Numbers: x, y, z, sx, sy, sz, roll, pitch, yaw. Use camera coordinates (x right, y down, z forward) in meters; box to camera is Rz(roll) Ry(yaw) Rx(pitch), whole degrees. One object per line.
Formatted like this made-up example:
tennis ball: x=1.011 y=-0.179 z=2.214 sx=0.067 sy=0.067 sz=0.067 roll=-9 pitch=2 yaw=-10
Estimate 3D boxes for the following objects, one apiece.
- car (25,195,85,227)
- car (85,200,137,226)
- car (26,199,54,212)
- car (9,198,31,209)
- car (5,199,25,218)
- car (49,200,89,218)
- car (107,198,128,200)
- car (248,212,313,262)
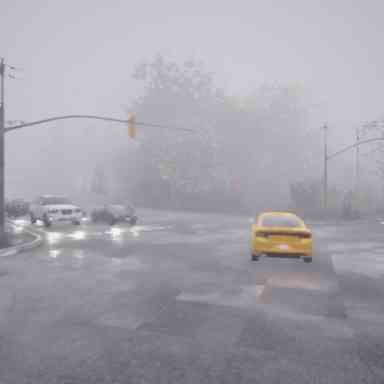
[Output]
car: x=-9.563 y=1.225 z=23.057 sx=2.150 sy=2.045 sz=5.566 roll=0 pitch=0 yaw=-39
car: x=-5.681 y=1.532 z=23.790 sx=1.812 sy=1.442 sz=4.674 roll=0 pitch=0 yaw=-39
car: x=-17.944 y=1.568 z=39.115 sx=1.994 sy=1.385 sz=4.181 roll=0 pitch=0 yaw=-39
car: x=-24.662 y=1.604 z=47.562 sx=1.895 sy=1.301 sz=4.718 roll=0 pitch=0 yaw=-38
car: x=-15.668 y=1.603 z=30.675 sx=1.895 sy=1.301 sz=4.718 roll=0 pitch=0 yaw=-39
car: x=-11.665 y=1.553 z=31.283 sx=2.033 sy=1.411 sz=5.357 roll=0 pitch=0 yaw=-38
car: x=-7.482 y=1.360 z=31.972 sx=2.097 sy=1.767 sz=4.553 roll=0 pitch=0 yaw=-39
car: x=3.143 y=1.485 z=12.357 sx=1.882 sy=1.535 sz=5.008 roll=1 pitch=0 yaw=9
